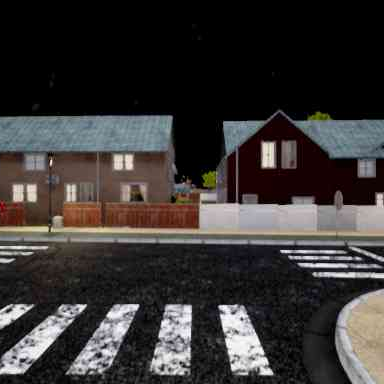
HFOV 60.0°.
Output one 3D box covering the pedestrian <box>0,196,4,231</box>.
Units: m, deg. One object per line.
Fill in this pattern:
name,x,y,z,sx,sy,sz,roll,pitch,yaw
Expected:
pedestrian,-9.310,1.041,15.899,0.375,1.860,0.375,0,0,1
